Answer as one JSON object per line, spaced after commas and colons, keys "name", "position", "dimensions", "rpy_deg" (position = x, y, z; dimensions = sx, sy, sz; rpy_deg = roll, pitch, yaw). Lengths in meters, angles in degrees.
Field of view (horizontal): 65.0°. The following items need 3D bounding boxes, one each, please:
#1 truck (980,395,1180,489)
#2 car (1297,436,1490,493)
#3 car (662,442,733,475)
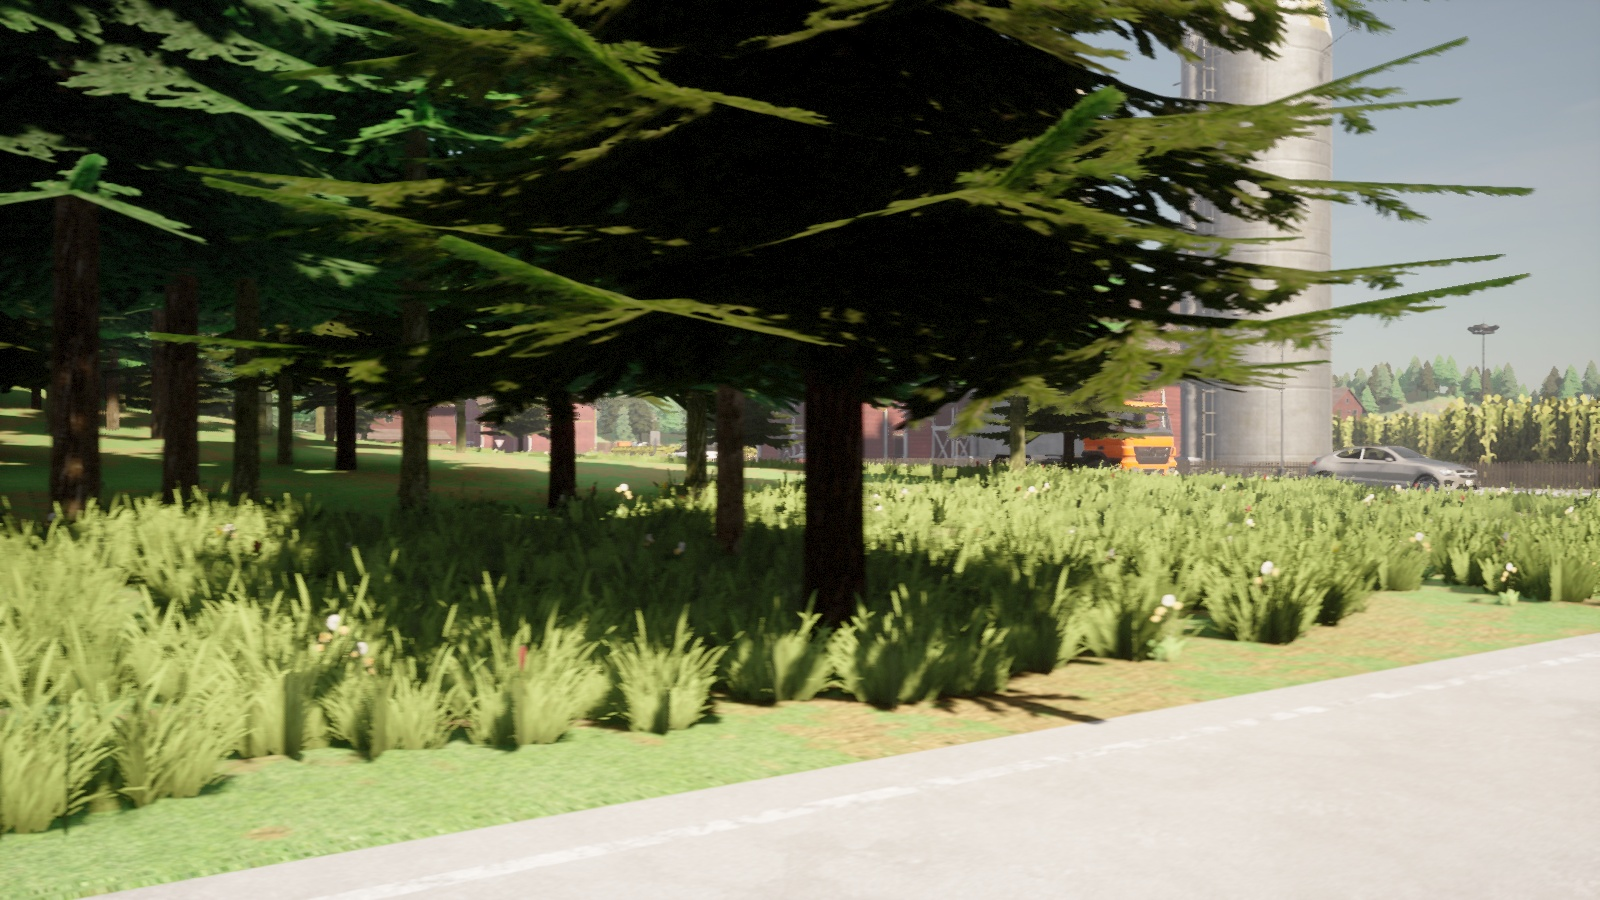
{"name": "truck", "position": [10.955, -0.278, 50.010], "dimensions": [2.891, 3.462, 7.936], "rpy_deg": [0, 0, -34]}
{"name": "car", "position": [18.379, 0.441, 39.126], "dimensions": [2.152, 1.651, 5.027], "rpy_deg": [0, 0, -34]}
{"name": "car", "position": [-6.758, 0.539, 82.194], "dimensions": [2.150, 2.045, 5.566], "rpy_deg": [0, 0, -34]}
